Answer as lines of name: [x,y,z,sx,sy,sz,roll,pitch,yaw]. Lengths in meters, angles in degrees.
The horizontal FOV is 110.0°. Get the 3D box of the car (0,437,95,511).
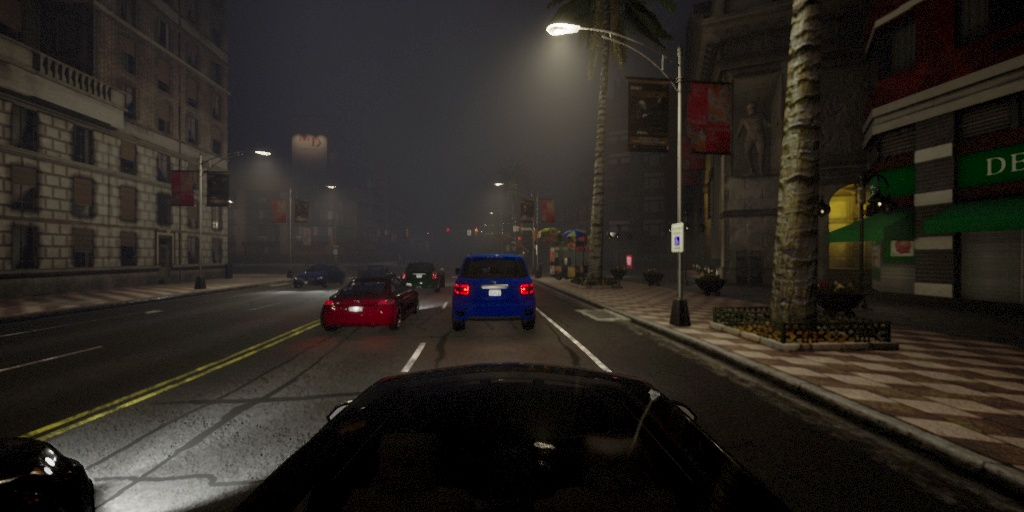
car: [-3.708,1.312,0.497,1.994,1.385,4.181,0,0,3]

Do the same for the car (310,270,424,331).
car: [-4.121,1.306,11.023,1.994,1.385,4.181,0,0,-5]

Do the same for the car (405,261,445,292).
car: [-5.089,1.087,20.915,2.097,1.767,4.553,0,0,-6]

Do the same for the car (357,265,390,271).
car: [-8.956,1.298,23.387,1.994,1.385,4.181,0,0,-6]

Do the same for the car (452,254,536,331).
car: [-0.603,0.964,11.115,2.150,2.045,5.566,0,0,-4]

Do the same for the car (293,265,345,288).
car: [-12.497,1.304,23.618,1.812,1.442,4.674,0,0,-6]
